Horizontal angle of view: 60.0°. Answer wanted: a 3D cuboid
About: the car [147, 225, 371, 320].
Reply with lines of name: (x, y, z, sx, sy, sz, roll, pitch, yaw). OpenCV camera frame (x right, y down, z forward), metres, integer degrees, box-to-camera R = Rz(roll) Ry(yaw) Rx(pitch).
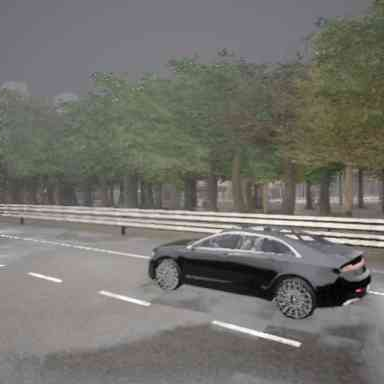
car: (1.164, 1.493, 7.341, 4.902, 1.511, 2.128, 0, 0, 35)
